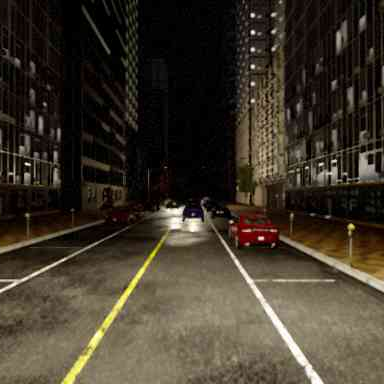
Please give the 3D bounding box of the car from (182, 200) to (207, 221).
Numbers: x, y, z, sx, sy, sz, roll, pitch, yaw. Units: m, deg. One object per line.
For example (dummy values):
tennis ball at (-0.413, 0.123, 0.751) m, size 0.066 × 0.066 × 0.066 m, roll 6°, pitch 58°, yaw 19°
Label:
car at (0.119, 1.784, 30.679) m, size 1.882 × 1.535 × 5.008 m, roll 0°, pitch -1°, yaw 0°

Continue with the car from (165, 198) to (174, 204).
car at (-5.593, 2.331, 83.583) m, size 2.008 × 1.369 × 4.403 m, roll 0°, pitch 0°, yaw 0°

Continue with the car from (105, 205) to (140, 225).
car at (-5.658, 1.813, 26.658) m, size 1.887 × 1.381 × 4.507 m, roll 0°, pitch -1°, yaw 0°

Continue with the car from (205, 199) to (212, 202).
car at (2.742, 1.995, 43.717) m, size 1.947 × 1.339 × 4.313 m, roll 0°, pitch -1°, yaw 0°

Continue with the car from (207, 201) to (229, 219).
car at (2.729, 1.888, 32.333) m, size 1.947 × 1.339 × 4.313 m, roll 0°, pitch -1°, yaw 0°

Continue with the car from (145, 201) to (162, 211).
car at (-5.632, 2.048, 49.427) m, size 1.947 × 1.339 × 4.313 m, roll 0°, pitch -1°, yaw 0°

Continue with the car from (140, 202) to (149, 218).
car at (-5.651, 1.905, 32.351) m, size 1.802 × 1.307 × 4.206 m, roll 0°, pitch -1°, yaw 0°

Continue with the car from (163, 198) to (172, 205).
car at (-5.599, 2.256, 77.720) m, size 1.752 × 1.417 × 4.829 m, roll 0°, pitch 0°, yaw 0°

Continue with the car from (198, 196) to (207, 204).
car at (2.796, 2.142, 89.256) m, size 2.192 × 1.841 × 5.009 m, roll 0°, pitch 0°, yaw 0°

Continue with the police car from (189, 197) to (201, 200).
police car at (0.061, 1.921, 50.971) m, size 1.930 × 1.638 × 5.238 m, roll 0°, pitch -1°, yaw 0°

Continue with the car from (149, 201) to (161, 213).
car at (-5.638, 1.974, 43.735) m, size 1.887 × 1.381 × 4.507 m, roll 0°, pitch -1°, yaw 0°

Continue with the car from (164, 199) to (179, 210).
car at (-3.012, 2.074, 52.574) m, size 1.994 × 1.385 × 4.181 m, roll 0°, pitch 0°, yaw 0°

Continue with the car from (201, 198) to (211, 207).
car at (2.769, 2.074, 66.487) m, size 1.967 × 1.590 × 4.097 m, roll 0°, pitch 0°, yaw 0°

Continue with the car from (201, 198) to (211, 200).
car at (2.755, 2.099, 55.101) m, size 1.947 × 1.339 × 4.313 m, roll 0°, pitch -1°, yaw 0°

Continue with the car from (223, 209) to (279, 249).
car at (2.710, 1.702, 15.258) m, size 1.887 × 1.381 × 4.507 m, roll 0°, pitch -1°, yaw 0°
